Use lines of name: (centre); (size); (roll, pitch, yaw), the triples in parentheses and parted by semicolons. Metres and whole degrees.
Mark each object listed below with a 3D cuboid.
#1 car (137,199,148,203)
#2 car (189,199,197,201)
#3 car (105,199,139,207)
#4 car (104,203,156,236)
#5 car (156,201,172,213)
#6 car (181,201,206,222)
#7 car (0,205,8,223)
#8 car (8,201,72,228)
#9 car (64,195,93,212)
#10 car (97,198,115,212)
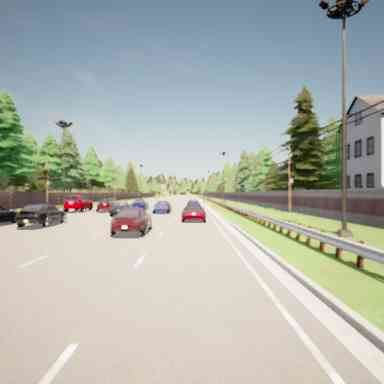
car: (-6.920, 1.710, 44.668); (1.812, 1.442, 4.674); (0, 0, 0)
car: (0.180, 1.780, 50.817); (1.994, 1.385, 4.181); (0, 0, 0)
car: (-6.949, 1.701, 33.523); (1.994, 1.385, 4.181); (0, 0, 0)
car: (-3.376, 1.604, 18.988); (1.812, 1.442, 4.674); (0, 0, 0)
car: (-3.388, 1.709, 38.794); (2.033, 1.411, 5.357); (0, 0, 1)
car: (0.141, 1.682, 27.950); (1.994, 1.385, 4.181); (0, 0, 0)
car: (-13.867, 1.591, 23.049); (1.837, 1.490, 4.892); (0, -1, 0)
car: (-10.366, 1.594, 23.184); (1.837, 1.490, 4.892); (0, -1, 0)
car: (-13.871, 1.386, 40.831); (2.150, 2.045, 5.566); (0, 0, 0)
car: (-10.367, 1.520, 41.707); (2.097, 1.767, 4.553); (0, 0, 0)
